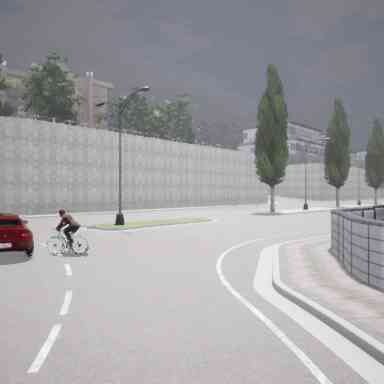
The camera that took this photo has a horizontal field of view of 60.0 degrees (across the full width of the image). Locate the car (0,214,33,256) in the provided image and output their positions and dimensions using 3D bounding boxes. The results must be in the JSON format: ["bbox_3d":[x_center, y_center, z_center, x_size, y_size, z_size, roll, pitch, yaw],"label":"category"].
[{"bbox_3d":[-7.178,1.526,12.388,1.812,1.442,4.674,1,0,-35],"label":"car"}]

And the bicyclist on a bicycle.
[{"bbox_3d":[-4.478,1.455,11.888,1.656,1.620,0.582,-2,0,12],"label":"bicyclist on a bicycle"}]
